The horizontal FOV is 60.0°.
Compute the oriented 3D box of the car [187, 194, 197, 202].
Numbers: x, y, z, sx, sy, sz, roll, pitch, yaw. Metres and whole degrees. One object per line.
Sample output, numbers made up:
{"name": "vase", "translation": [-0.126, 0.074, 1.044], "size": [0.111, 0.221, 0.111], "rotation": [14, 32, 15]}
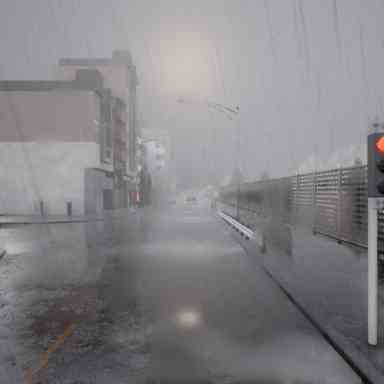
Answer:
{"name": "car", "translation": [-0.042, 1.355, 76.595], "size": [2.097, 1.767, 4.553], "rotation": [0, 0, 0]}

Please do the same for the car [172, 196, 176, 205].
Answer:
{"name": "car", "translation": [-4.116, 1.477, 54.559], "size": [1.882, 1.535, 5.008], "rotation": [0, 0, 0]}

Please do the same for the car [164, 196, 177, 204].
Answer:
{"name": "car", "translation": [-4.080, 1.491, 64.807], "size": [2.128, 1.511, 4.902], "rotation": [0, 0, 0]}

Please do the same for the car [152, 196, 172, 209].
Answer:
{"name": "car", "translation": [-4.118, 1.505, 44.325], "size": [1.837, 1.490, 4.892], "rotation": [0, 0, 0]}
